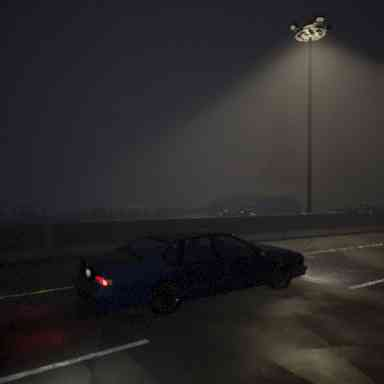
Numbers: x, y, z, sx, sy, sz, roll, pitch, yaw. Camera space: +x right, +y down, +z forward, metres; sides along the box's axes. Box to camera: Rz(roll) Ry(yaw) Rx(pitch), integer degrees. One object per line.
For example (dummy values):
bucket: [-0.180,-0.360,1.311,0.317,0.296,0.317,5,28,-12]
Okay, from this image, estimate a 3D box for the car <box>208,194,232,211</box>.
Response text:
car: [4.421,1.237,34.306,5.566,2.045,2.150,0,0,-27]

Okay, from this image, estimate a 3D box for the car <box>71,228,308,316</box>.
car: [0.195,1.545,7.477,5.357,1.411,2.033,0,0,-33]

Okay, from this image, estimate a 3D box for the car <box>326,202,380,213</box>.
car: [12.973,1.559,26.807,4.902,1.511,2.128,0,0,-25]

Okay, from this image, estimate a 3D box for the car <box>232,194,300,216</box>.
car: [6.404,1.250,27.469,5.566,2.045,2.150,0,0,-27]

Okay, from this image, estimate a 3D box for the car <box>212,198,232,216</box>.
car: [4.919,1.567,30.644,5.357,1.411,2.033,0,0,-27]
